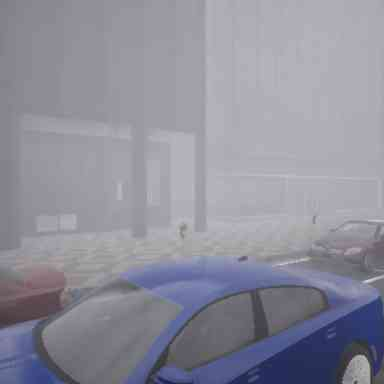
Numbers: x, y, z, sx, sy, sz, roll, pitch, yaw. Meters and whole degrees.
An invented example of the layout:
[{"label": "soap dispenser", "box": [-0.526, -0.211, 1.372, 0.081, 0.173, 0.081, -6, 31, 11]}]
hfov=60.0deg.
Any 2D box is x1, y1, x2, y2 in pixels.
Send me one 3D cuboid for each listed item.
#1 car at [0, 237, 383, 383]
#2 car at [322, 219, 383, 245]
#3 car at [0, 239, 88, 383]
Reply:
[{"label": "car", "box": [-0.101, 1.468, 3.183, 5.008, 1.535, 1.882, 0, 0, -35]}, {"label": "car", "box": [5.420, 1.521, 10.396, 4.206, 1.307, 1.802, 0, 0, -35]}, {"label": "car", "box": [-3.763, 1.550, 3.848, 4.507, 1.381, 1.887, 0, 0, -35]}]
